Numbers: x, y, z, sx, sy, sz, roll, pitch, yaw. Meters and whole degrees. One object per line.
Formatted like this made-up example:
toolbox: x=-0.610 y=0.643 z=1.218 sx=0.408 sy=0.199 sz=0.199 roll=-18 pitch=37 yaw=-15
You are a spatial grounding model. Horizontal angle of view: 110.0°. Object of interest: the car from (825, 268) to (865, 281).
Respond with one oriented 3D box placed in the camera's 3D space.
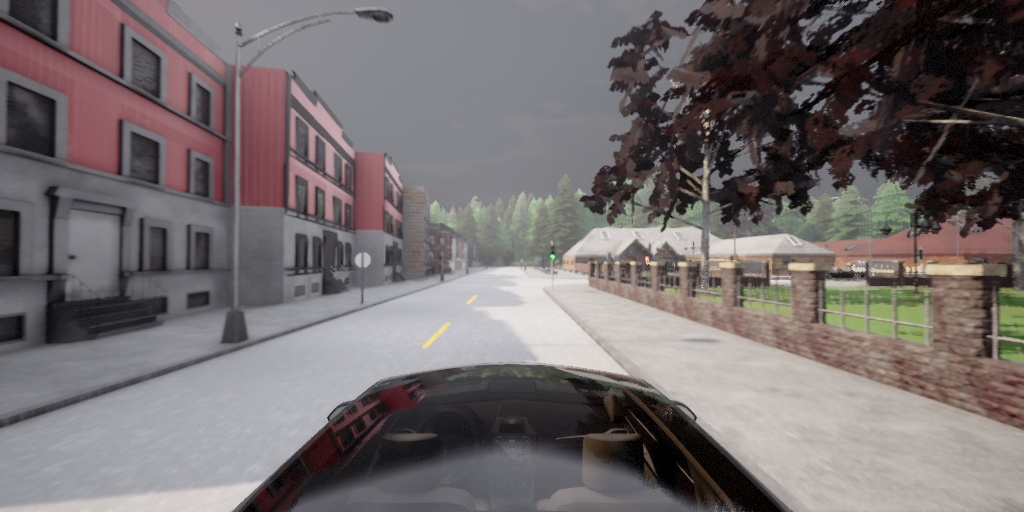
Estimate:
car: x=33.069 y=1.834 z=36.638 sx=4.718 sy=1.301 sz=1.895 roll=0 pitch=-1 yaw=1
